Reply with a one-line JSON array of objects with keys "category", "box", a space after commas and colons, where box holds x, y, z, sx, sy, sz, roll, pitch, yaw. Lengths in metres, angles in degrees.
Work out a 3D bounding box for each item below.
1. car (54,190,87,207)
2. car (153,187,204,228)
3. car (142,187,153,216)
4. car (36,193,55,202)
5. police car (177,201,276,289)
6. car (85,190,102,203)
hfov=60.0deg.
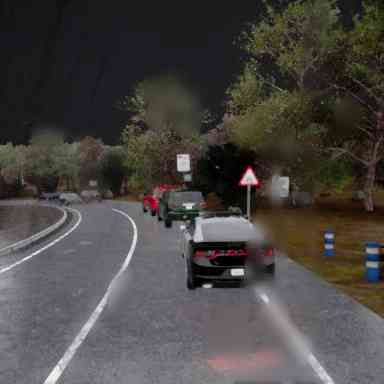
[{"category": "car", "box": [-14.526, 0.889, 39.699, 1.837, 1.490, 4.892, -4, 2, -35]}, {"category": "car", "box": [-0.723, 0.798, 19.272, 2.150, 2.045, 5.566, -1, 2, -12]}, {"category": "car", "box": [-2.371, 0.636, 25.322, 2.150, 2.045, 5.566, -2, 2, -18]}, {"category": "car", "box": [-23.802, 0.860, 54.968, 4.718, 1.301, 1.895, -2, 4, 38]}, {"category": "police car", "box": [0.715, 1.291, 9.053, 1.930, 1.638, 5.238, 0, 2, -4]}, {"category": "car", "box": [-14.001, 0.494, 44.939, 2.097, 1.767, 4.553, -5, 3, -39]}]
